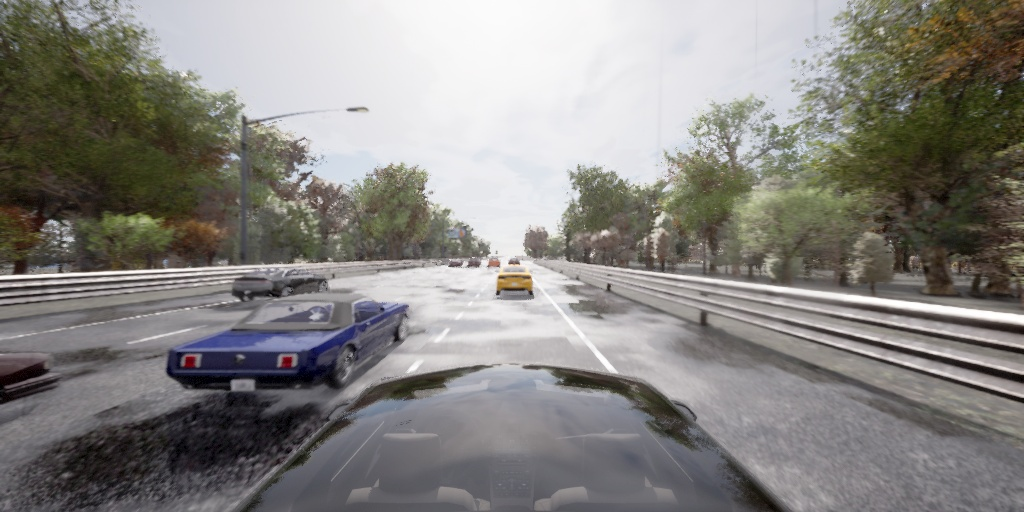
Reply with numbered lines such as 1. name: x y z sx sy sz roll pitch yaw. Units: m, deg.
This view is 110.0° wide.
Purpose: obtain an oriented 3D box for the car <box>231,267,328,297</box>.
1. car: -10.380 1.240 16.517 2.128 1.511 4.902 0 0 0

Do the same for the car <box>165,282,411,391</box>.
1. car: -3.398 1.350 6.761 1.895 1.301 4.718 0 0 0

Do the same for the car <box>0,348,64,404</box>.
1. car: -6.900 1.295 2.227 2.033 1.411 5.357 0 0 0

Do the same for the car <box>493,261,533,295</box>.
1. car: 0.129 1.229 19.980 1.882 1.535 5.008 0 0 0

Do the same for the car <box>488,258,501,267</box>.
1. car: -3.124 1.112 64.904 2.097 1.767 4.553 0 0 0

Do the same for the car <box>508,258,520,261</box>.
1. car: 0.378 1.113 65.030 2.097 1.767 4.553 0 0 0

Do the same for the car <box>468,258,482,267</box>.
1. car: -6.625 1.111 64.514 2.097 1.767 4.553 0 0 0
